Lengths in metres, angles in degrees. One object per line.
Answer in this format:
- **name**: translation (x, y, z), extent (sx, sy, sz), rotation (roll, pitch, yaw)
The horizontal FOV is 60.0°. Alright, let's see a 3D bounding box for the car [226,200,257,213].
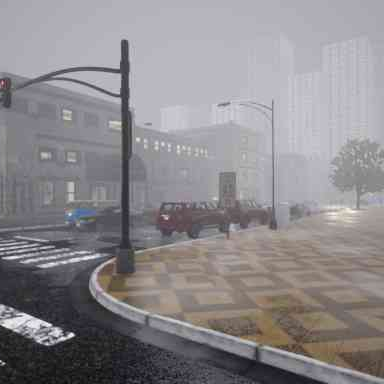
- **car**: translation (6.120, 1.701, 40.644), extent (2.008, 1.369, 4.403), rotation (-1, -1, 35)

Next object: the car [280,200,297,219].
- **car**: translation (6.563, 1.616, 26.787), extent (1.887, 1.381, 4.507), rotation (-1, -1, 35)

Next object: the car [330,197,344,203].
- **car**: translation (34.892, 1.915, 81.191), extent (2.008, 1.369, 4.403), rotation (-1, -1, 35)

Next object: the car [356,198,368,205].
- **car**: translation (32.137, 1.801, 62.828), extent (2.008, 1.369, 4.403), rotation (-1, -1, 35)

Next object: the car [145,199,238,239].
- **car**: translation (0.169, 1.350, 17.779), extent (2.192, 1.841, 5.009), rotation (-1, -1, 35)

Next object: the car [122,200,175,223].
- **car**: translation (-3.470, 1.531, 27.130), extent (1.967, 1.590, 4.097), rotation (-1, -1, 35)

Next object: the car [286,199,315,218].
- **car**: translation (9.760, 1.657, 31.292), extent (1.947, 1.339, 4.313), rotation (-1, -1, 35)

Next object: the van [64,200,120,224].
- **van**: translation (-6.667, 1.414, 22.626), extent (1.690, 1.788, 3.998), rotation (-1, 0, 35)

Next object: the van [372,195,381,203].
- **van**: translation (44.923, 1.694, 80.851), extent (1.690, 1.788, 3.998), rotation (-1, -1, 35)

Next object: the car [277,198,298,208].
- **car**: translation (15.612, 1.742, 54.021), extent (1.752, 1.417, 4.829), rotation (-1, -1, 35)

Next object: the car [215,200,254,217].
- **car**: translation (4.352, 1.619, 33.662), extent (1.837, 1.490, 4.892), rotation (0, -1, 35)

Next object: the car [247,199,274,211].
- **car**: translation (9.318, 1.723, 45.150), extent (2.008, 1.369, 4.403), rotation (-1, -1, 35)

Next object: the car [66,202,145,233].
- **car**: translation (-5.006, 1.584, 20.483), extent (1.812, 1.442, 4.674), rotation (0, 0, 35)

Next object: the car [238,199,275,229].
- **car**: translation (3.365, 1.368, 22.284), extent (2.192, 1.841, 5.009), rotation (-1, -1, 35)

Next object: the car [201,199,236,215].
- **car**: translation (2.924, 1.570, 36.141), extent (1.967, 1.590, 4.097), rotation (-1, -1, 35)
